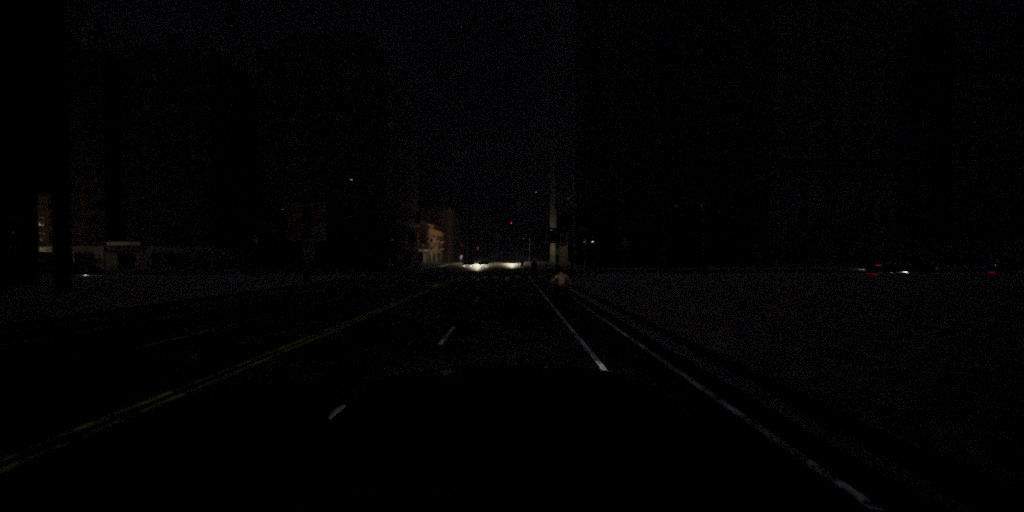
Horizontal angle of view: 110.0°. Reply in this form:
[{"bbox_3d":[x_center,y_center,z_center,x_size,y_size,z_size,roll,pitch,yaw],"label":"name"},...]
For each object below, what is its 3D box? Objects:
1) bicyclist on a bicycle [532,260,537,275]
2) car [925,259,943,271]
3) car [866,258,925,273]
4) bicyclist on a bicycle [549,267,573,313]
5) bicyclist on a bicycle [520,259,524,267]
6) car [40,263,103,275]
[{"bbox_3d":[2.206,1.209,35.199,0.582,1.620,1.656,0,0,0],"label":"bicyclist on a bicycle"},{"bbox_3d":[47.697,1.040,42.269,4.892,1.490,1.837,0,1,0],"label":"car"},{"bbox_3d":[41.497,1.133,39.212,4.674,1.442,1.812,0,1,0],"label":"car"},{"bbox_3d":[1.800,1.182,13.043,0.866,1.612,1.509,-1,0,3],"label":"bicyclist on a bicycle"},{"bbox_3d":[1.797,1.221,63.071,0.866,1.612,1.509,-1,0,3],"label":"bicyclist on a bicycle"},{"bbox_3d":[-49.655,1.487,40.449,5.357,1.411,2.033,0,1,1],"label":"car"}]
